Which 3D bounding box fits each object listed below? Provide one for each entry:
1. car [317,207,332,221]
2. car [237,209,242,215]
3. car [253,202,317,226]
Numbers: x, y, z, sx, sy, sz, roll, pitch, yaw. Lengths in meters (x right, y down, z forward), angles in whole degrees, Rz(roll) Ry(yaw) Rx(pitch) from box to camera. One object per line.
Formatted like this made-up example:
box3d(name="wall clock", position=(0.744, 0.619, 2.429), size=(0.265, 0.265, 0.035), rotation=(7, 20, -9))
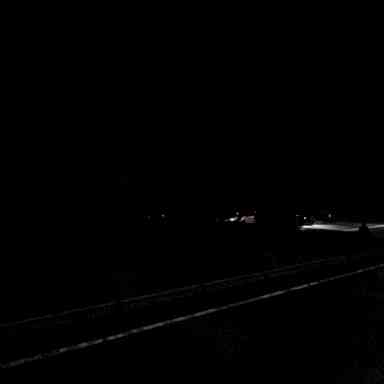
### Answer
box3d(name="car", position=(8.938, 1.586, 27.233), size=(2.128, 1.511, 4.902), rotation=(0, -1, -39))
box3d(name="car", position=(2.687, 1.787, 34.647), size=(2.033, 1.411, 5.357), rotation=(0, -1, -42))
box3d(name="car", position=(6.580, 1.651, 24.583), size=(1.994, 1.385, 4.181), rotation=(0, -1, -39))
